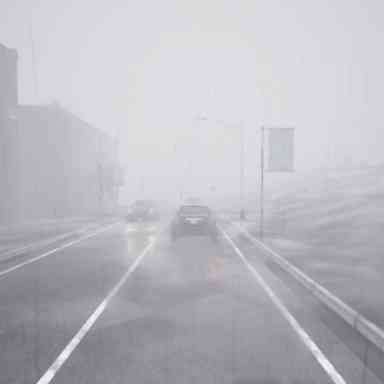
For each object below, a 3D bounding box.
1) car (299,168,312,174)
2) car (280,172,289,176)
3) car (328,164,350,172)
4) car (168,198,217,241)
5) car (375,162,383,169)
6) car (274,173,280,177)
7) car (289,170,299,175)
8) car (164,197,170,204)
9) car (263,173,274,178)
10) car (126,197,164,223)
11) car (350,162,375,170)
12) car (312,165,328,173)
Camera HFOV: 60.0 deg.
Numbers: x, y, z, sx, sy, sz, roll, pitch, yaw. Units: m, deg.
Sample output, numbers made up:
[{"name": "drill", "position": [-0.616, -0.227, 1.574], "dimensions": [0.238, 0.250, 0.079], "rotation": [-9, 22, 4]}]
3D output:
[{"name": "car", "position": [22.413, -3.773, 62.047], "dimensions": [2.097, 1.535, 5.008], "rotation": [0, 1, -4]}, {"name": "car", "position": [21.821, -3.971, 73.126], "dimensions": [2.231, 1.521, 4.892], "rotation": [0, 1, -1]}, {"name": "car", "position": [23.507, -3.537, 50.852], "dimensions": [2.163, 1.488, 4.792], "rotation": [0, 1, -6]}, {"name": "car", "position": [0.091, 1.347, 16.847], "dimensions": [2.097, 1.767, 4.553], "rotation": [0, 0, 0]}, {"name": "car", "position": [25.020, -3.364, 40.018], "dimensions": [2.231, 1.521, 4.892], "rotation": [0, 1, -9]}, {"name": "car", "position": [21.690, -4.050, 78.644], "dimensions": [2.231, 1.521, 4.892], "rotation": [0, 1, -1]}, {"name": "car", "position": [22.058, -3.834, 67.584], "dimensions": [2.002, 1.452, 4.674], "rotation": [0, 1, -3]}, {"name": "car", "position": [-5.184, 1.776, 66.905], "dimensions": [1.882, 1.535, 5.008], "rotation": [0, -1, -11]}, {"name": "car", "position": [21.446, -4.307, 89.580], "dimensions": [2.185, 1.767, 4.553], "rotation": [0, 1, -1]}, {"name": "car", "position": [-3.610, 1.344, 25.315], "dimensions": [2.097, 1.767, 4.553], "rotation": [0, 0, 0]}, {"name": "car", "position": [24.212, -3.425, 45.378], "dimensions": [2.002, 1.452, 4.674], "rotation": [0, 1, -7]}, {"name": "car", "position": [22.884, -3.797, 56.542], "dimensions": [2.185, 1.767, 4.553], "rotation": [0, 1, -5]}]
